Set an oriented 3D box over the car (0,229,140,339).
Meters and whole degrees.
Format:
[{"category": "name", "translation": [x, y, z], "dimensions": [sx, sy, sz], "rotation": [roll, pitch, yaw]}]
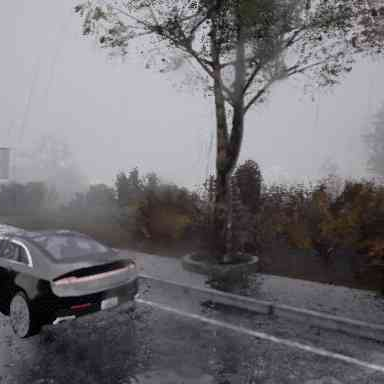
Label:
[{"category": "car", "translation": [-3.162, 1.504, 6.673], "dimensions": [4.902, 1.511, 2.128], "rotation": [0, 0, 39]}]
